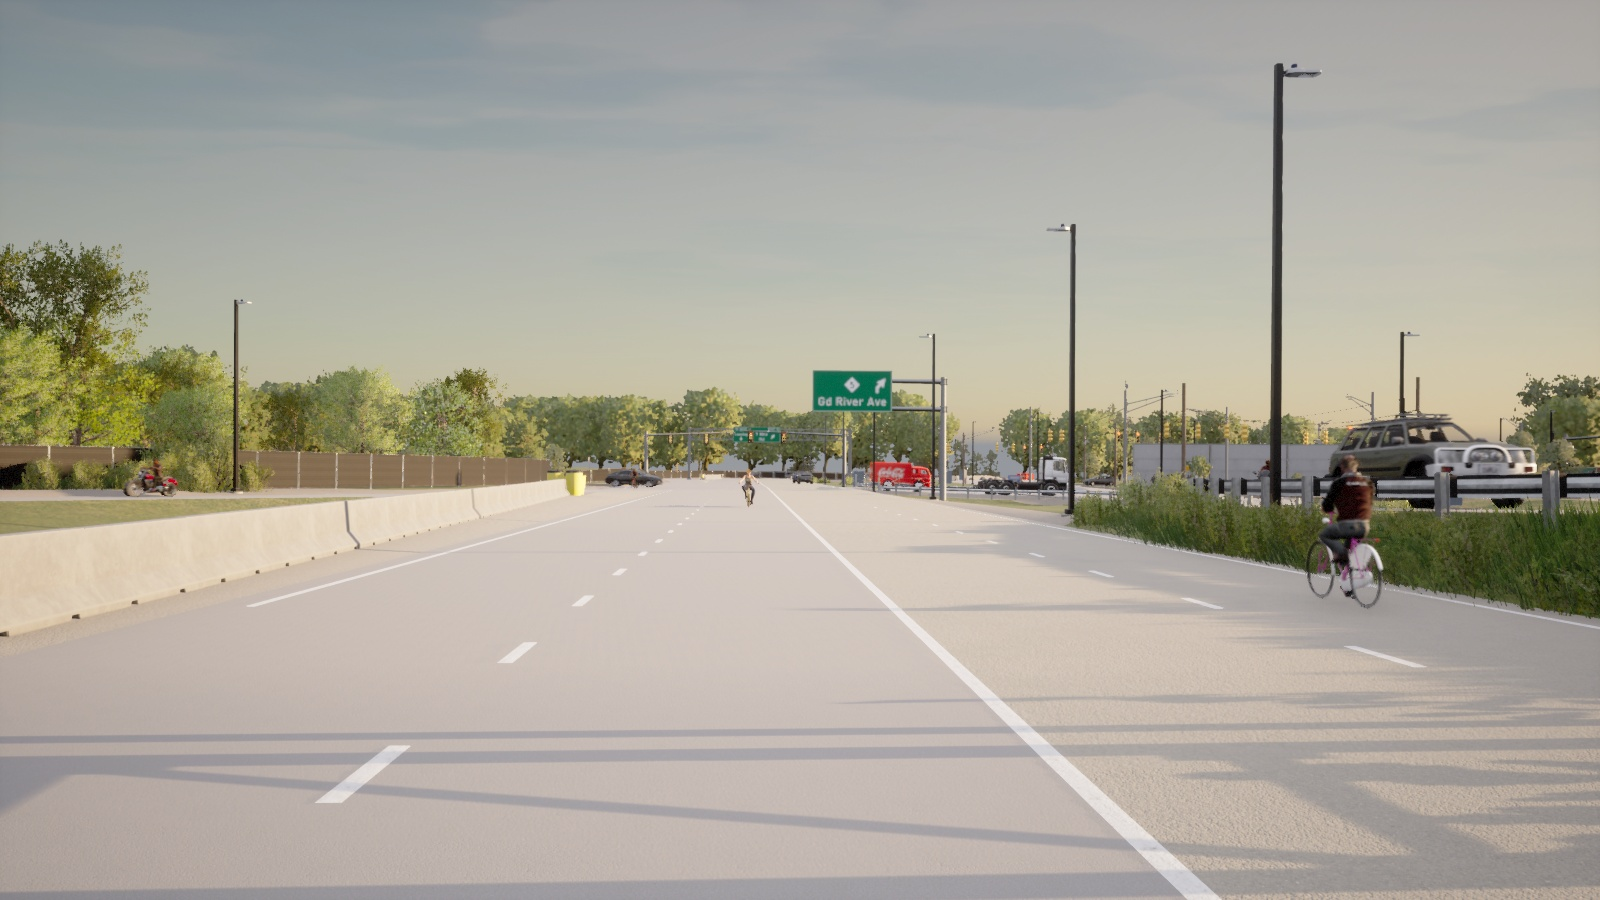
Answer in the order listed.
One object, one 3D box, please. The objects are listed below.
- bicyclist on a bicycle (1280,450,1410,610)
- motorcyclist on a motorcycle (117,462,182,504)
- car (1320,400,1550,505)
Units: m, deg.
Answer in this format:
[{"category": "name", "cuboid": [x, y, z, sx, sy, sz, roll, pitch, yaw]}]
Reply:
[{"category": "bicyclist on a bicycle", "cuboid": [6.408, 0.897, 14.863, 0.659, 1.776, 1.843, 0, -1, -2]}, {"category": "motorcyclist on a motorcycle", "cuboid": [-26.171, 1.327, 50.566, 0.766, 1.649, 2.350, 0, -1, 24]}, {"category": "car", "cuboid": [12.271, 0.139, 24.670, 1.932, 1.855, 4.605, 0, -2, -3]}]
